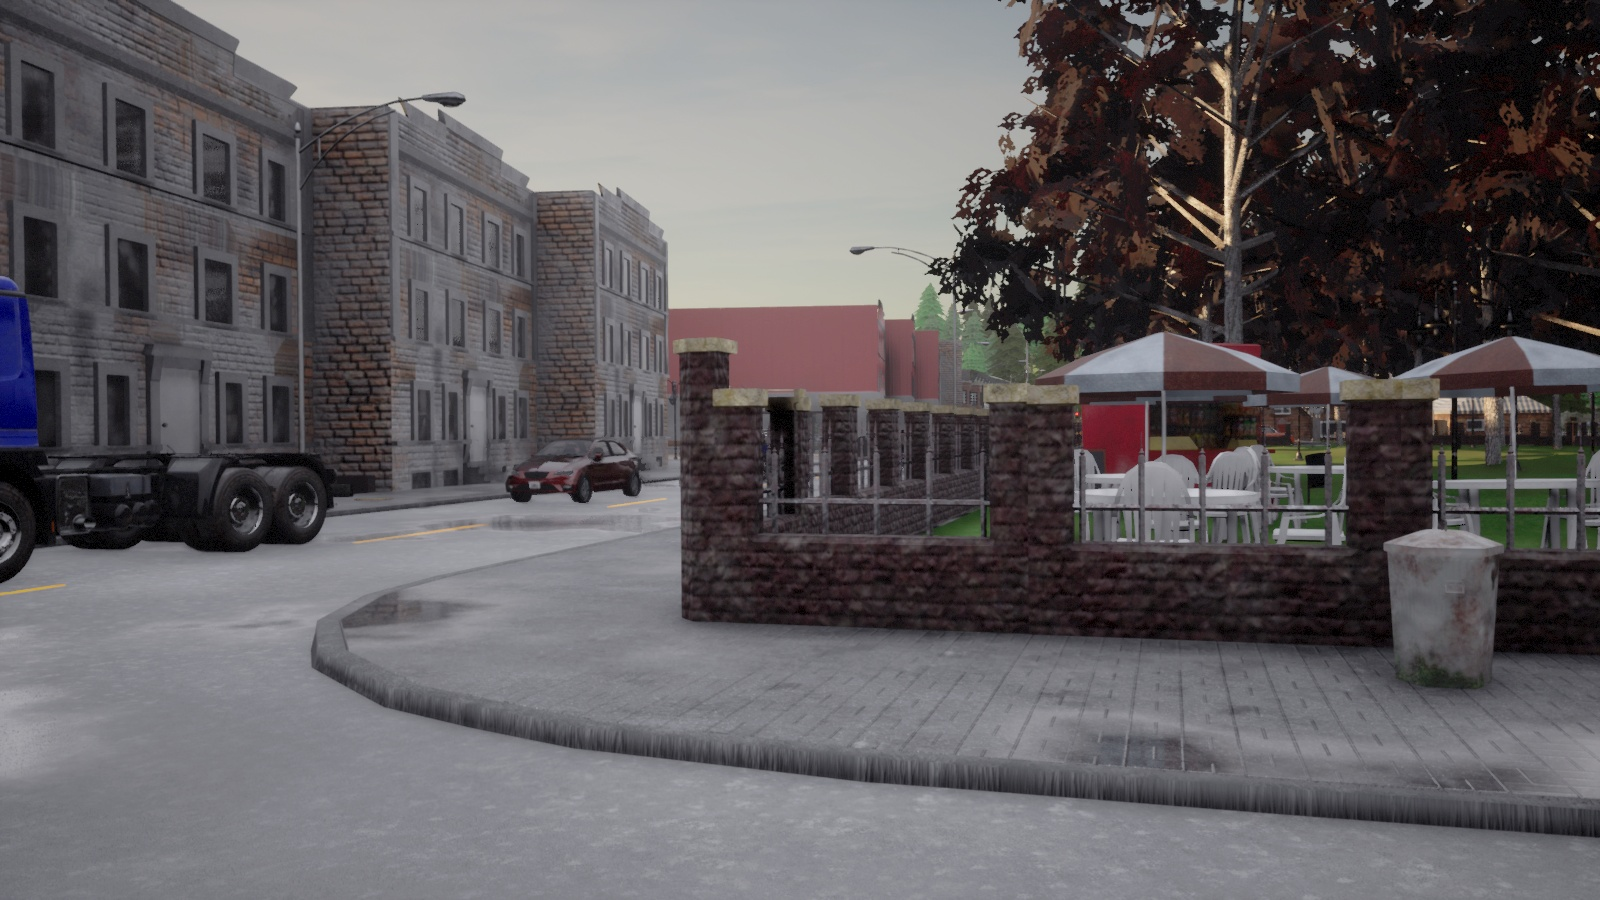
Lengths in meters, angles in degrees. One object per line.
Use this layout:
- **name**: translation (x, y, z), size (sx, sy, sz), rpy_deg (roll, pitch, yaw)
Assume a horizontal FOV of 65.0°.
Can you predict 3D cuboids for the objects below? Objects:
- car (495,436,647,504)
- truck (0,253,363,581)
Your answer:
- **car**: translation (-5.266, 0.405, 29.458), size (1.816, 1.474, 4.193), rpy_deg (0, 1, 16)
- **truck**: translation (-9.215, -0.384, 15.880), size (2.891, 3.462, 7.936), rpy_deg (0, 1, 16)
